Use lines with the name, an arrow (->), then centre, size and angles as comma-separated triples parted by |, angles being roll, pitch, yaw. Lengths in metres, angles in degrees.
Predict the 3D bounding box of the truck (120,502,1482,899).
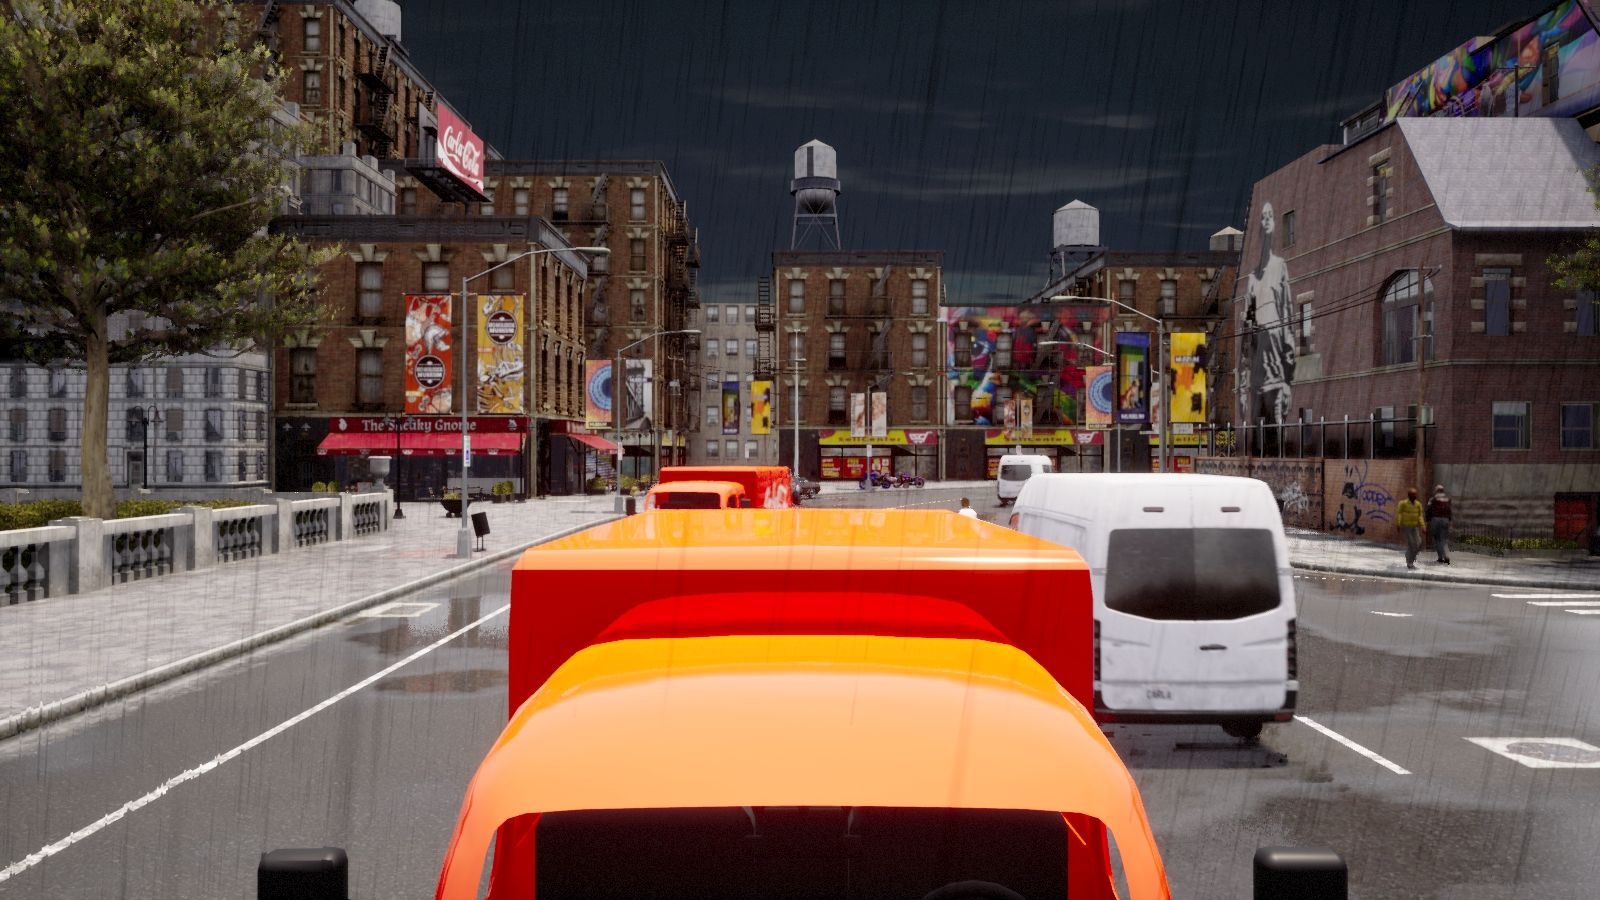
truck -> -0.002, 1.571, 4.805 | 2.627, 2.467, 5.204 | 0, 0, 0

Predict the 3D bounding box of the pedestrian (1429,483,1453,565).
pedestrian -> 14.843, 1.707, 26.471 | 0.375, 1.860, 0.375 | 0, 0, 7

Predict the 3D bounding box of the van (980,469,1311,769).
van -> 3.515, 1.540, 13.048 | 1.988, 2.561, 5.915 | 0, 0, 0

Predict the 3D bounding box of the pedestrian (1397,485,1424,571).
pedestrian -> 13.463, 1.706, 25.197 | 0.375, 1.860, 0.375 | 0, 0, -5

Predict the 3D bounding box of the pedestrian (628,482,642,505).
pedestrian -> -7.968, 2.097, 55.052 | 0.500, 1.100, 0.500 | 0, 0, 20

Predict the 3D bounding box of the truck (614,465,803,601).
truck -> -1.735, 1.578, 24.058 | 2.627, 2.467, 5.204 | 0, 0, 11

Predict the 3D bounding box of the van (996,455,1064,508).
van -> 11.937, 1.557, 59.027 | 1.988, 2.561, 5.915 | 0, 0, 26

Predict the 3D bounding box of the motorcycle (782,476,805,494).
motorcycle -> -0.425, 2.241, 73.553 | 0.803, 1.145, 2.033 | 0, 0, 20
